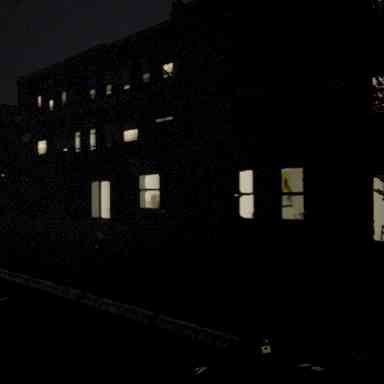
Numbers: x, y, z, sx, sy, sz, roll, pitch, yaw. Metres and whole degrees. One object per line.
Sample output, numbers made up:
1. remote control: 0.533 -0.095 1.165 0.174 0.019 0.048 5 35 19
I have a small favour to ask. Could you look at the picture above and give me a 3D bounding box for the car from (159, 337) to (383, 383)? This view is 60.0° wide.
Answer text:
1. car: 1.566 1.567 1.761 4.313 1.339 1.947 0 -1 36
